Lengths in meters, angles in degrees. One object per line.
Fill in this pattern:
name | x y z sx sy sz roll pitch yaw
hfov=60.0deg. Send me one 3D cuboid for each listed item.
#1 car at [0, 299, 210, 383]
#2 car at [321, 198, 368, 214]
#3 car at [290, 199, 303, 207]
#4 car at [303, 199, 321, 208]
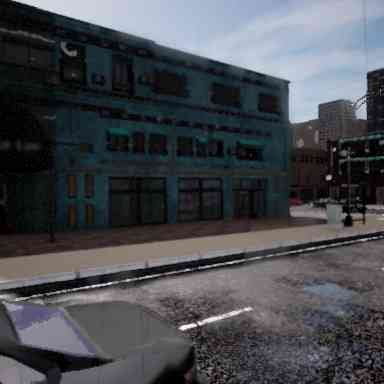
car | -2.399 1.553 1.975 5.357 1.411 2.033 0 0 -36
car | 16.732 1.643 36.028 1.947 1.339 4.313 -2 0 -35
car | 15.610 1.693 52.265 1.802 1.307 4.206 -2 0 -35
car | 18.819 1.598 47.755 2.008 1.369 4.403 -2 0 -35
